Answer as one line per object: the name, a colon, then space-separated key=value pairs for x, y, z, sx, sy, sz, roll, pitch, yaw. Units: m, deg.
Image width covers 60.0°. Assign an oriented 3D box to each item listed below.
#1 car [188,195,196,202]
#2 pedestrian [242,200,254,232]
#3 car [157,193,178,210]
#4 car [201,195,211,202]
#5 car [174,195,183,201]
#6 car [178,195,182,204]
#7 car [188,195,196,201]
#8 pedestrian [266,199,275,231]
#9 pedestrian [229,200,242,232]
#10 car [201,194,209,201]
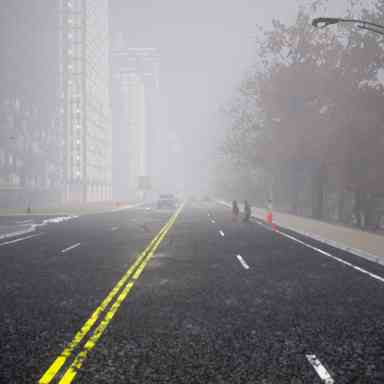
car: x=0.009 y=1.542 z=74.904 sx=2.033 sy=1.411 sz=5.357 roll=0 pitch=0 yaw=0
pedestrian: x=3.222 y=1.292 z=19.410 sx=0.375 sy=1.860 sz=0.375 roll=0 pitch=0 yaw=0
car: x=-3.345 y=1.222 z=43.798 sx=2.150 sy=2.045 sz=5.566 roll=0 pitch=0 yaw=0
car: x=3.257 y=1.502 z=74.903 sx=1.837 sy=1.490 sz=4.892 roll=0 pitch=0 yaw=0
car: x=-3.242 y=1.431 z=78.523 sx=1.895 sy=1.301 sz=4.718 roll=0 pitch=0 yaw=0
car: x=-3.299 y=1.571 z=63.012 sx=1.994 sy=1.385 sz=4.181 roll=0 pitch=0 yaw=1
car: x=0.010 y=1.419 z=85.298 sx=1.812 sy=1.442 sz=4.674 roll=0 pitch=0 yaw=0
pedestrian: x=4.426 y=1.292 z=18.810 sx=0.375 sy=1.860 sz=0.375 roll=0 pitch=0 yaw=0
pedestrian: x=2.396 y=1.292 z=18.212 sx=0.375 sy=1.860 sz=0.375 roll=0 pitch=0 yaw=0
car: x=3.260 y=1.372 z=85.297 sx=1.882 sy=1.535 sz=5.008 roll=0 pitch=0 yaw=0
